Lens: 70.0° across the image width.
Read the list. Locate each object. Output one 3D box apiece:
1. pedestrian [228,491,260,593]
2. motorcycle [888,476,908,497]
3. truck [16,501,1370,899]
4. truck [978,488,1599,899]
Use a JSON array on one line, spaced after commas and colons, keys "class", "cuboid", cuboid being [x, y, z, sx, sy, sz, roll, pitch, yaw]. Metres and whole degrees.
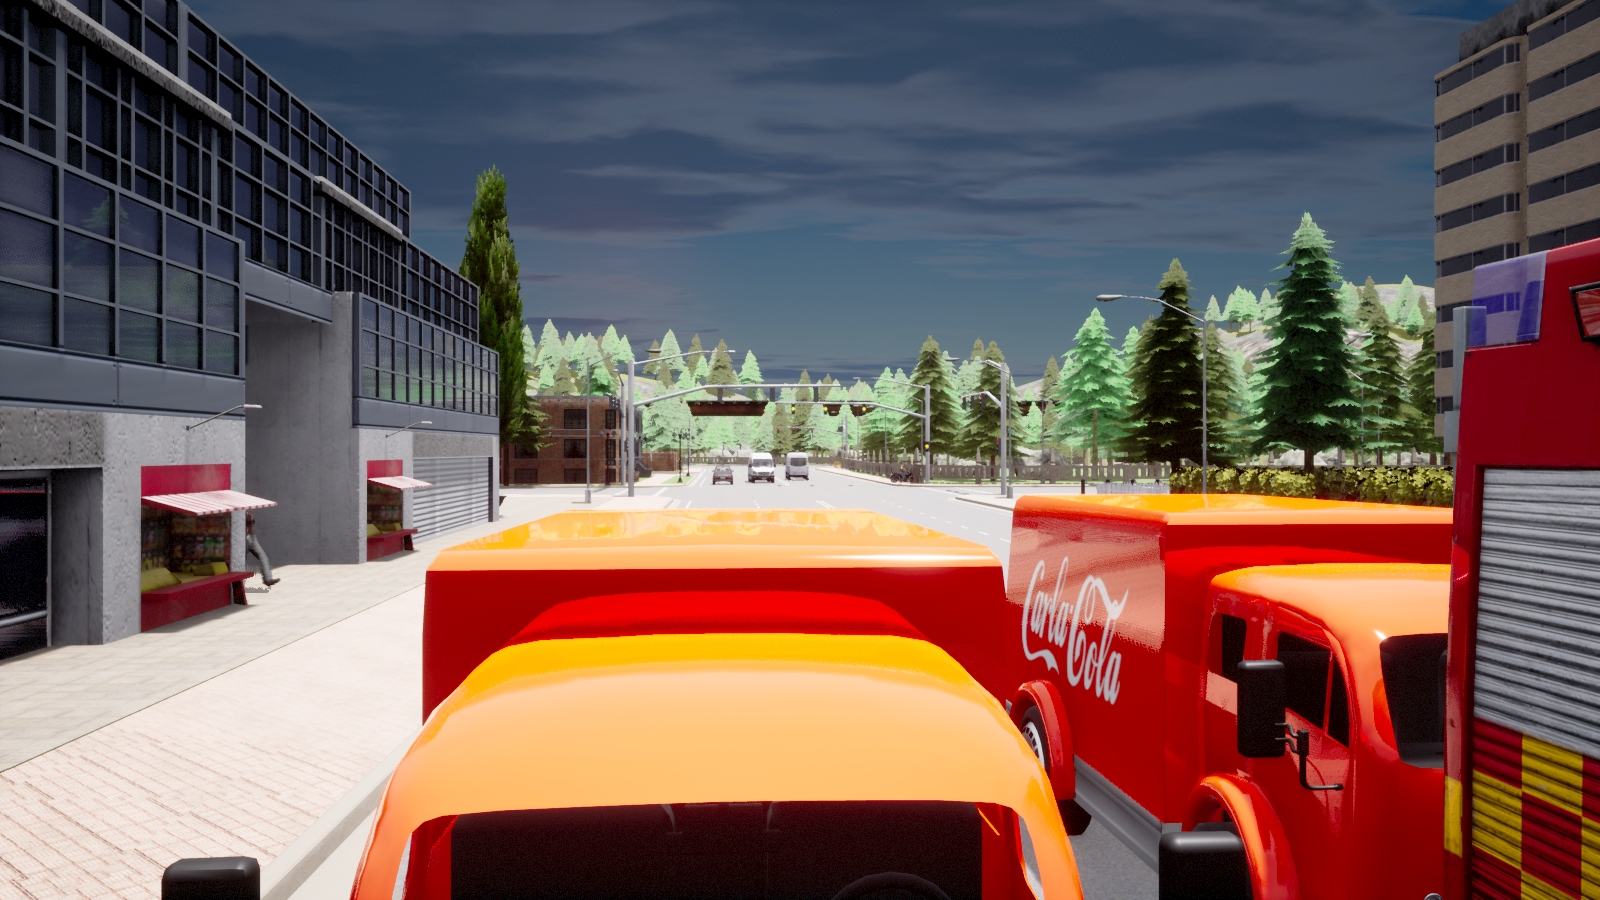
[{"class": "pedestrian", "cuboid": [-10.298, 1.698, 21.166, 0.375, 1.860, 0.375, 0, 0, 11]}, {"class": "motorcycle", "cuboid": [5.944, 2.205, 69.519, 0.867, 1.251, 2.209, 0, 0, -4]}, {"class": "truck", "cuboid": [-0.347, 1.568, 4.821, 2.627, 2.467, 5.204, 0, 0, -4]}, {"class": "truck", "cuboid": [3.003, 1.568, 7.234, 2.627, 2.467, 5.204, 0, 0, -4]}]
